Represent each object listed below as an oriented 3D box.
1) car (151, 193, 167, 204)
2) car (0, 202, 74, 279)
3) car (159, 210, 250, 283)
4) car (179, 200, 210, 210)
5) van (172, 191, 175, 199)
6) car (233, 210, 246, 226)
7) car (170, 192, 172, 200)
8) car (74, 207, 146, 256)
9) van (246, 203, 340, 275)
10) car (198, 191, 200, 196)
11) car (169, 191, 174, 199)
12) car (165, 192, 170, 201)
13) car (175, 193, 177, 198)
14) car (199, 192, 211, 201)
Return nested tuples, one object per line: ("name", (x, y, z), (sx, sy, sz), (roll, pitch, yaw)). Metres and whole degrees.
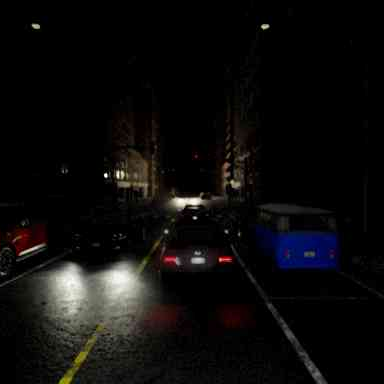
("car", (-5.508, 1.170, 53.491), (1.752, 1.417, 4.829), (0, 0, 0))
("car", (-5.639, 1.253, 9.972), (2.192, 1.841, 5.009), (0, 0, 0))
("car", (0.131, 1.488, 9.545), (2.033, 1.411, 5.357), (0, 0, 0))
("car", (0.164, 1.432, 20.586), (1.994, 1.385, 4.181), (0, 0, 0))
("van", (-5.443, 0.849, 75.463), (1.690, 1.788, 3.998), (0, 0, 0))
("car", (2.904, 1.466, 15.648), (1.947, 1.339, 4.313), (0, 0, 0))
("car", (-5.475, 1.118, 64.563), (1.887, 1.381, 4.507), (0, 0, 0))
("car", (-3.024, 1.395, 13.032), (1.882, 1.535, 5.008), (0, 0, 1))
("van", (2.886, 1.278, 9.987), (1.690, 1.788, 3.998), (0, 0, 0))
("car", (3.100, 1.025, 80.920), (2.008, 1.369, 4.403), (0, 0, 0))
("car", (-5.458, 1.085, 70.013), (1.887, 1.381, 4.507), (0, 0, 0))
("car", (-5.491, 1.159, 59.112), (2.008, 1.369, 4.403), (0, 0, 0))
("car", (-5.426, 1.026, 80.915), (2.008, 1.369, 4.403), (0, 0, 0))
("car", (3.066, 0.979, 70.023), (1.967, 1.590, 4.097), (0, 0, 0))
